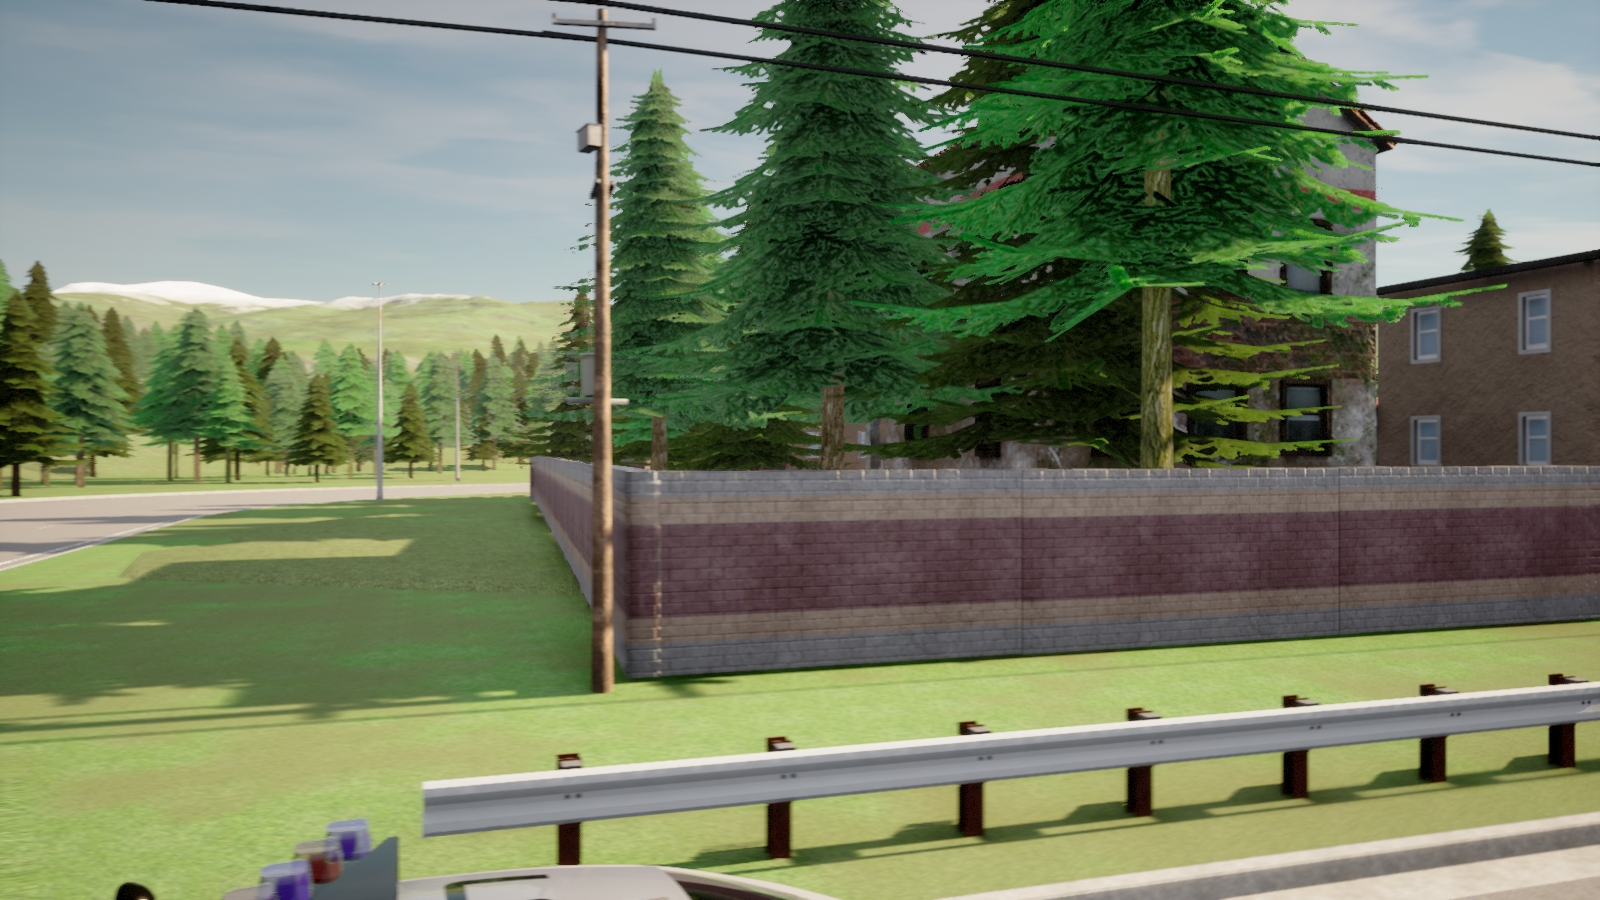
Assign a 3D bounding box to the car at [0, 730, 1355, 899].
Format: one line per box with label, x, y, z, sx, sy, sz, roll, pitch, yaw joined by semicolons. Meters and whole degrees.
car;-1.320;1.987;2.946;5.238;1.638;2.097;0;0;-19
